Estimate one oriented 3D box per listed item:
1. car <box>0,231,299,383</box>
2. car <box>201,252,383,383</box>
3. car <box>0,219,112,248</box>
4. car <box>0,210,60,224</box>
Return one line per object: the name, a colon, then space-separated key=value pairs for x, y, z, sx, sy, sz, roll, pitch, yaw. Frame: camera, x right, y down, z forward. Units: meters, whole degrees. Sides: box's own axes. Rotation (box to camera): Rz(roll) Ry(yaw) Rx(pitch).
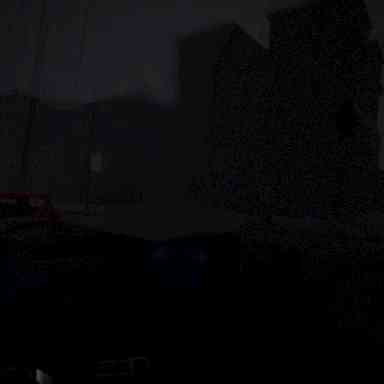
car: x=0.105 y=1.443 z=5.078 sx=2.097 sy=1.535 sz=5.008 roll=1 pitch=1 yaw=35
car: x=2.377 y=1.479 z=3.459 sx=2.097 sy=1.535 sz=5.008 roll=1 pitch=0 yaw=35
car: x=-2.150 y=1.428 z=6.716 sx=2.163 sy=1.488 sz=4.792 roll=1 pitch=1 yaw=35
car: x=-4.433 y=1.385 z=8.312 sx=2.002 sy=1.452 sz=4.674 roll=1 pitch=1 yaw=35
